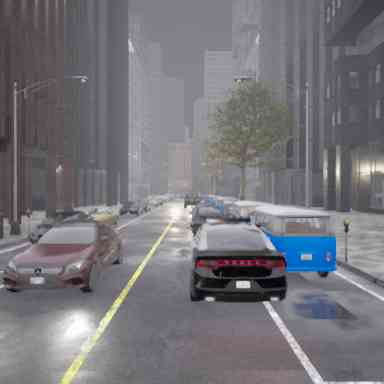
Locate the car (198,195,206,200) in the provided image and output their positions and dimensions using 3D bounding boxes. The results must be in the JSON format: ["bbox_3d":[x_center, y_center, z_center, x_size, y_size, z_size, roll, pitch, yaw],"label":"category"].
[{"bbox_3d":[2.737,1.549,94.149,2.008,1.369,4.403,0,0,0],"label":"car"}]

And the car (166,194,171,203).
[{"bbox_3d":[-5.780,1.539,66.050,2.008,1.369,4.403,0,0,0],"label":"car"}]

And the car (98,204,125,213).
[{"bbox_3d":[-5.768,1.516,20.930,1.752,1.417,4.829,0,0,0],"label":"car"}]

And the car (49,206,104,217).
[{"bbox_3d":[-5.767,1.558,15.481,1.947,1.339,4.313,0,0,0],"label":"car"}]

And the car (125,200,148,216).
[{"bbox_3d":[-5.771,1.554,32.338,1.947,1.339,4.313,0,0,0],"label":"car"}]

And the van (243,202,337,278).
[{"bbox_3d":[2.759,1.336,9.873,1.690,1.788,3.998,0,0,0],"label":"van"}]

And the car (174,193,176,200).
[{"bbox_3d":[-5.785,1.538,82.906,1.887,1.381,4.507,0,0,0],"label":"car"}]

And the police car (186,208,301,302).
[{"bbox_3d":[0.898,1.421,8.419,1.930,1.638,5.238,0,0,0],"label":"police car"}]

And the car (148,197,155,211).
[{"bbox_3d":[-5.773,1.553,37.956,1.947,1.339,4.313,0,0,0],"label":"car"}]

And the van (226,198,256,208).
[{"bbox_3d":[2.758,1.333,15.492,1.690,1.788,3.998,0,0,0],"label":"van"}]

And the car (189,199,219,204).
[{"bbox_3d":[0.894,1.516,24.309,1.812,1.442,4.674,0,0,0],"label":"car"}]

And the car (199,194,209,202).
[{"bbox_3d":[2.742,1.306,77.294,2.192,1.841,5.009,0,0,0],"label":"car"}]

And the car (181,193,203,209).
[{"bbox_3d":[0.012,1.208,46.250,2.150,2.045,5.566,0,0,0],"label":"car"}]

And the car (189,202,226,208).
[{"bbox_3d":[0.896,1.497,18.309,1.837,1.490,4.892,0,0,0],"label":"car"}]

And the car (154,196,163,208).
[{"bbox_3d":[-5.776,1.512,49.024,1.752,1.417,4.829,0,0,0],"label":"car"}]

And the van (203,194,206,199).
[{"bbox_3d":[2.750,1.327,43.584,1.690,1.788,3.998,0,0,0],"label":"van"}]

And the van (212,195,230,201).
[{"bbox_3d":[2.755,1.330,26.729,1.690,1.788,3.998,0,0,0],"label":"van"}]

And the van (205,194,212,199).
[{"bbox_3d":[2.752,1.328,37.965,1.690,1.788,3.998,0,0,0],"label":"van"}]

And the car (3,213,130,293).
[{"bbox_3d":[-3.103,1.520,9.002,1.812,1.442,4.674,0,0,0],"label":"car"}]

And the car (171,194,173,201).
[{"bbox_3d":[-5.782,1.540,71.669,2.008,1.369,4.403,0,0,0],"label":"car"}]

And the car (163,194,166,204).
[{"bbox_3d":[-5.777,1.427,54.813,1.967,1.590,4.097,0,0,0],"label":"car"}]
